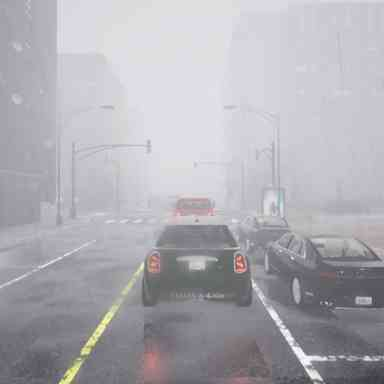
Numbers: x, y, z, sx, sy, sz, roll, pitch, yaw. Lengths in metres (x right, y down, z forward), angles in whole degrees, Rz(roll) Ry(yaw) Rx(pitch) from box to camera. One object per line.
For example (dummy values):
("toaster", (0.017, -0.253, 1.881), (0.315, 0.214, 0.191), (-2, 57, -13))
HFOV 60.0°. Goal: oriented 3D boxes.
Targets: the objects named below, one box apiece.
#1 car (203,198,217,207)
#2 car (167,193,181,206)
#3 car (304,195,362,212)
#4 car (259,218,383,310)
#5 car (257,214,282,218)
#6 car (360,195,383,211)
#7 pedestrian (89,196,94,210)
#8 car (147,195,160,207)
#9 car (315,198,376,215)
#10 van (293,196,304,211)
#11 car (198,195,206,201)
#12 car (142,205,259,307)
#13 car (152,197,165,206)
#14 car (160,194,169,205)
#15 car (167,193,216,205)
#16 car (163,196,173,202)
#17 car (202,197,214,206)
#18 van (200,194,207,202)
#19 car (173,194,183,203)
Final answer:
("car", (2.700, 1.585, 51.417), (1.947, 1.339, 4.313), (1, 0, 0))
("car", (-3.083, 1.245, 57.501), (2.150, 2.045, 5.566), (0, 0, 0))
("car", (14.997, 1.412, 35.645), (4.892, 1.490, 1.837), (-1, -1, 0))
("car", (2.831, 1.553, 7.654), (2.008, 1.369, 4.403), (1, 0, 0))
("car", (2.830, 1.555, 13.224), (2.008, 1.369, 4.403), (1, 0, 0))
("car", (19.290, 1.228, 38.198), (5.009, 1.841, 2.192), (0, 0, 0))
("pedestrian", (-12.529, 1.348, 41.381), (0.375, 1.860, 0.375), (0, 0, 0))
("car", (-5.676, 1.334, 51.457), (2.192, 1.841, 5.009), (1, 0, 0))
("car", (13.703, 1.413, 29.856), (4.206, 1.307, 1.802), (0, 0, 0))
("van", (13.763, 1.296, 38.237), (3.998, 1.788, 1.690), (0, 0, 0))
("car", (2.700, 1.582, 90.414), (1.887, 1.381, 4.507), (1, 0, 0))
("car", (0.100, 1.354, 8.152), (2.097, 1.767, 4.553), (0, 0, 0))
("car", (-5.680, 1.566, 57.028), (1.887, 1.381, 4.507), (1, 0, 0))
("car", (-2.382, 1.282, 41.828), (2.150, 2.045, 5.566), (-1, 1, -10))
("car", (0.087, 1.228, 17.622), (2.150, 2.045, 5.566), (0, 0, 0))
("car", (-5.680, 1.598, 79.312), (1.947, 1.339, 4.313), (1, 0, 0))
("car", (2.700, 1.603, 56.988), (1.802, 1.307, 4.206), (1, 0, 0))
("van", (2.702, 1.373, 79.274), (1.690, 1.788, 3.998), (1, 0, 0))
("car", (-3.001, 1.384, 72.950), (2.097, 1.767, 4.553), (0, 0, 0))
